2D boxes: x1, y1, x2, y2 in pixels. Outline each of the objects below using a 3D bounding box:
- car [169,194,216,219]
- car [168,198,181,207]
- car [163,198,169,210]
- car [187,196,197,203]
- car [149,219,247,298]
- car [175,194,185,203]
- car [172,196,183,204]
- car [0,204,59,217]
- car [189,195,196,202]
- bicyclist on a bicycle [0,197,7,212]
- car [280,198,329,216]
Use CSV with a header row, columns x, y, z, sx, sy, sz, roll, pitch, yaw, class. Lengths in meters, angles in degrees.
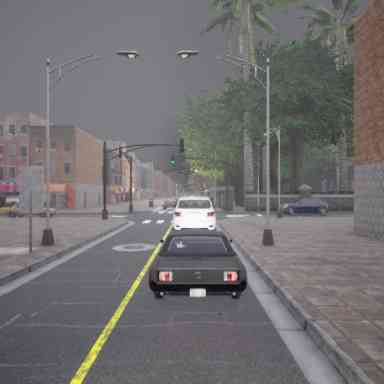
x,y,z,sx,sy,sz,roll,pitch,yaw,class
0.129,1.232,18.620,2.150,2.045,5.566,0,0,0,car
-2.775,1.651,53.699,1.895,1.301,4.718,0,0,0,car
-2.792,1.564,44.523,1.812,1.442,4.674,0,0,0,car
0.093,1.603,74.388,2.128,1.511,4.902,0,0,0,car
0.111,1.603,8.462,1.895,1.301,4.718,0,0,0,car
-2.658,1.405,73.947,2.097,1.767,4.553,0,0,0,car
-2.726,1.539,63.812,1.882,1.535,5.008,0,0,1,car
-14.404,1.572,29.641,4.829,1.417,1.752,0,0,0,car
0.105,1.609,84.551,1.837,1.490,4.892,0,0,0,car
-20.099,1.373,35.288,0.582,1.620,1.656,0,0,0,bicyclist on a bicycle
10.765,1.343,32.361,4.553,1.767,2.097,0,0,-1,car
